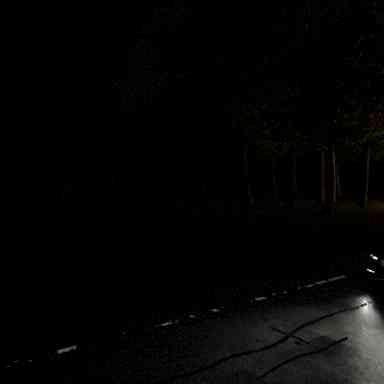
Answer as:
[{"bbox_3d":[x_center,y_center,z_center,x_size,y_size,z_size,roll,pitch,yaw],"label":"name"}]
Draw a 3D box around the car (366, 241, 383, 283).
[{"bbox_3d":[6.277,1.459,8.337,4.902,1.511,2.128,0,0,-35],"label":"car"}]
